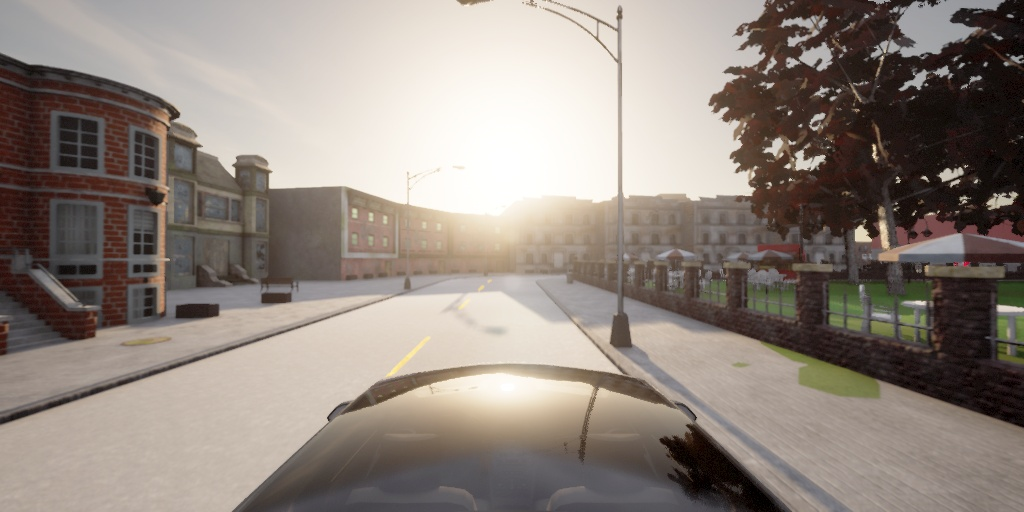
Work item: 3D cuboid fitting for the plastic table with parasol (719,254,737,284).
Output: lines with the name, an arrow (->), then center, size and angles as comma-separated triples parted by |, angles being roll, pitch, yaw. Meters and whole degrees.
plastic table with parasol -> 17.432, 0.974, 27.052 | 2.482, 2.480, 2.482 | 0, 0, -40

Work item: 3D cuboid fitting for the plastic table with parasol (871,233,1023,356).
plastic table with parasol -> 9.642, 0.756, 7.687 | 2.482, 2.480, 2.482 | 0, 0, -40

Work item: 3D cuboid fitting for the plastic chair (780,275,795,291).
plastic chair -> 16.678, 1.442, 21.340 | 0.750, 1.272, 0.730 | 0, 0, -38

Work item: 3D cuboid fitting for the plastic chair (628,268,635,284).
plastic chair -> 9.325, 1.587, 28.144 | 0.750, 1.272, 0.730 | 0, 0, 5

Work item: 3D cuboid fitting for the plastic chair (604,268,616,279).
plastic chair -> 7.993, 1.602, 29.562 | 0.730, 1.272, 0.750 | 0, 0, 0

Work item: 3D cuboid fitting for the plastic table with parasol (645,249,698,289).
plastic table with parasol -> 10.045, 0.820, 21.776 | 2.482, 2.480, 2.482 | 0, 0, -38

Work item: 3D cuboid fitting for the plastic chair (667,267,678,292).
plastic chair -> 9.059, 1.452, 21.052 | 0.730, 1.272, 0.750 | 0, 0, -40

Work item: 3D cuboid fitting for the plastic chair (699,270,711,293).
plastic chair -> 10.990, 1.447, 20.762 | 0.750, 1.272, 0.730 | 0, 0, -32

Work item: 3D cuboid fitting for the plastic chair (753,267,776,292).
plastic chair -> 15.140, 1.483, 21.501 | 0.730, 1.272, 0.750 | 0, 0, -39

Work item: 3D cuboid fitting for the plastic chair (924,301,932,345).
plastic chair -> 8.611, 1.350, 6.943 | 0.730, 1.272, 0.750 | 0, 0, -40

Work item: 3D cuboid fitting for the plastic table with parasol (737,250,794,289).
plastic table with parasol -> 15.976, 0.868, 22.234 | 2.482, 2.480, 2.482 | 0, 0, -38

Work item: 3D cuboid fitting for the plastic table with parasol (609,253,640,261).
plastic table with parasol -> 9.255, 0.997, 29.471 | 2.482, 2.480, 2.482 | 0, 0, 0

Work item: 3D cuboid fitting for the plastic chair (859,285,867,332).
plastic chair -> 8.906, 1.352, 8.693 | 0.750, 1.272, 0.730 | 0, 0, -40

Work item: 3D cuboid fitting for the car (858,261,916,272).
car -> 44.711, 1.355, 42.791 | 5.566, 2.045, 2.150 | 0, -1, 0
